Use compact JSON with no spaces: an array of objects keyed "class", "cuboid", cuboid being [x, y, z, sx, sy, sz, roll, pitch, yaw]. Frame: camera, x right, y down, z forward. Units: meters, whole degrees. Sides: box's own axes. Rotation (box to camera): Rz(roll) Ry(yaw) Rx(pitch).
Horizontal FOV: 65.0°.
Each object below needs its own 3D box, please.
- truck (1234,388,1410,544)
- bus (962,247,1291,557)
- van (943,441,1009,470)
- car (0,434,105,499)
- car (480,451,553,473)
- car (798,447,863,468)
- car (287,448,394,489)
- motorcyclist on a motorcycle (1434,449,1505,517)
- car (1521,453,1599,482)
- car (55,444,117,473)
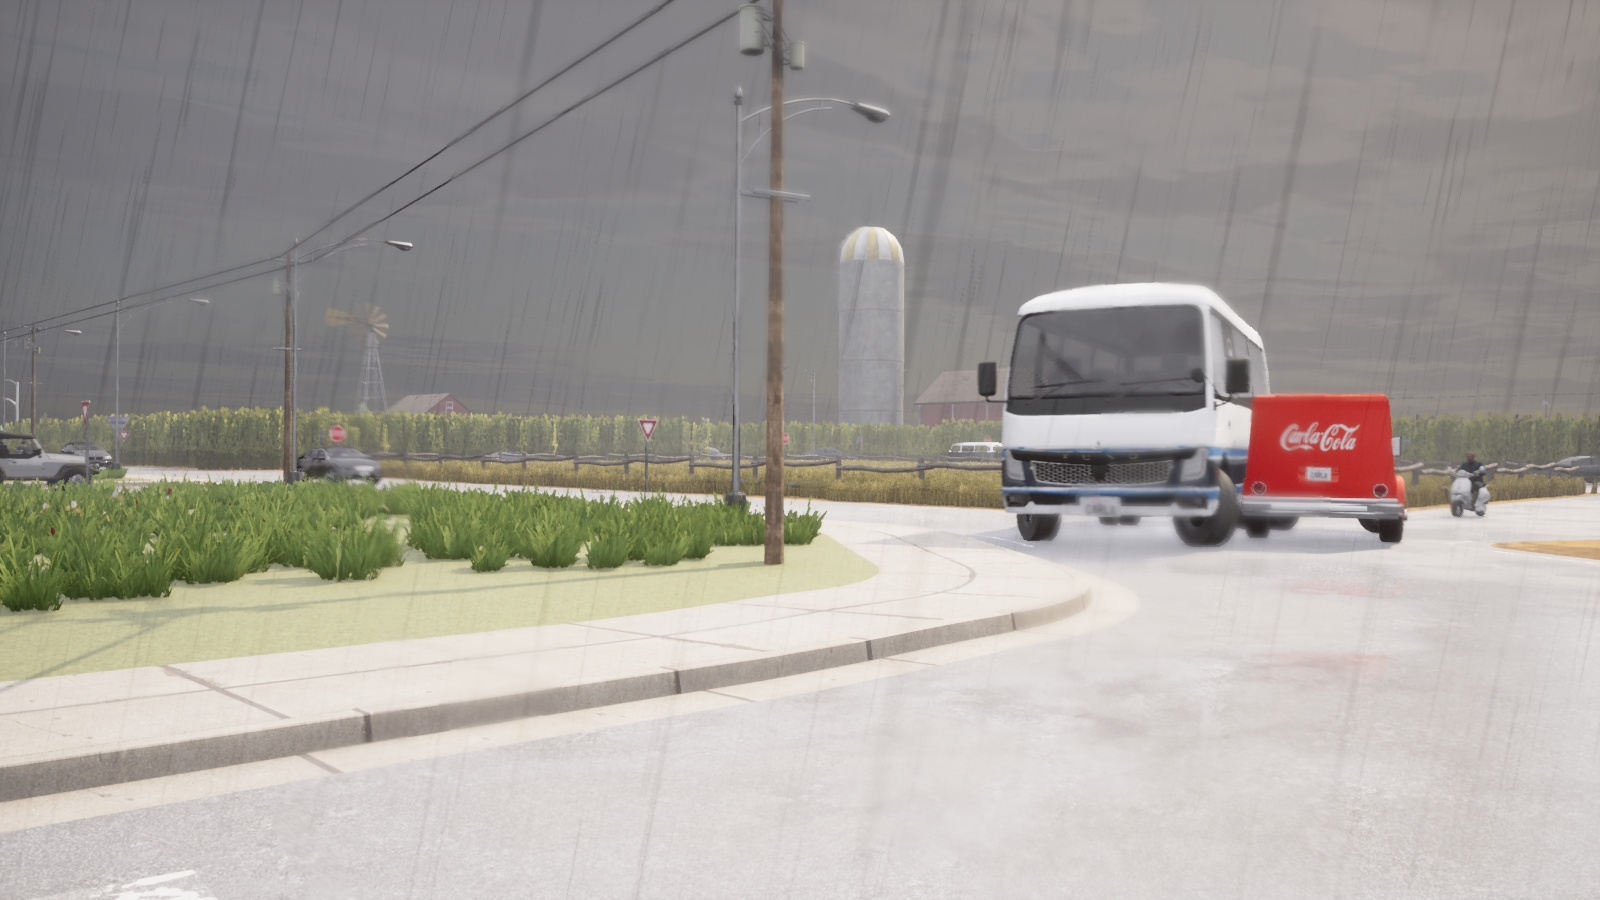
[{"class":"truck","cuboid":[9.535,0.286,22.733,2.627,2.467,5.204,0,-1,25]},{"class":"bus","cuboid":[6.402,-0.617,22.718,3.944,4.253,10.273,-1,0,25]},{"class":"van","cuboid":[12.970,0.393,92.609,2.069,2.038,4.480,0,1,-42]},{"class":"car","cuboid":[-23.377,0.483,37.854,3.866,1.878,1.905,0,0,-44]},{"class":"car","cuboid":[-18.570,0.784,82.309,4.181,1.385,1.994,0,0,-43]},{"class":"car","cuboid":[2.404,0.579,97.716,4.892,1.490,1.837,-1,-1,5]},{"class":"car","cuboid":[-17.684,0.667,48.237,2.128,1.511,4.902,0,0,-43]},{"class":"motorcyclist on a motorcycle","cuboid":[16.130,0.769,30.253,1.817,1.590,0.866,0,0,-39]},{"class":"car","cuboid":[41.241,0.921,66.681,4.892,1.490,1.837,0,0,-4]},{"class":"car","cuboid":[-42.825,0.484,75.257,2.242,1.667,4.611,0,0,-43]}]
